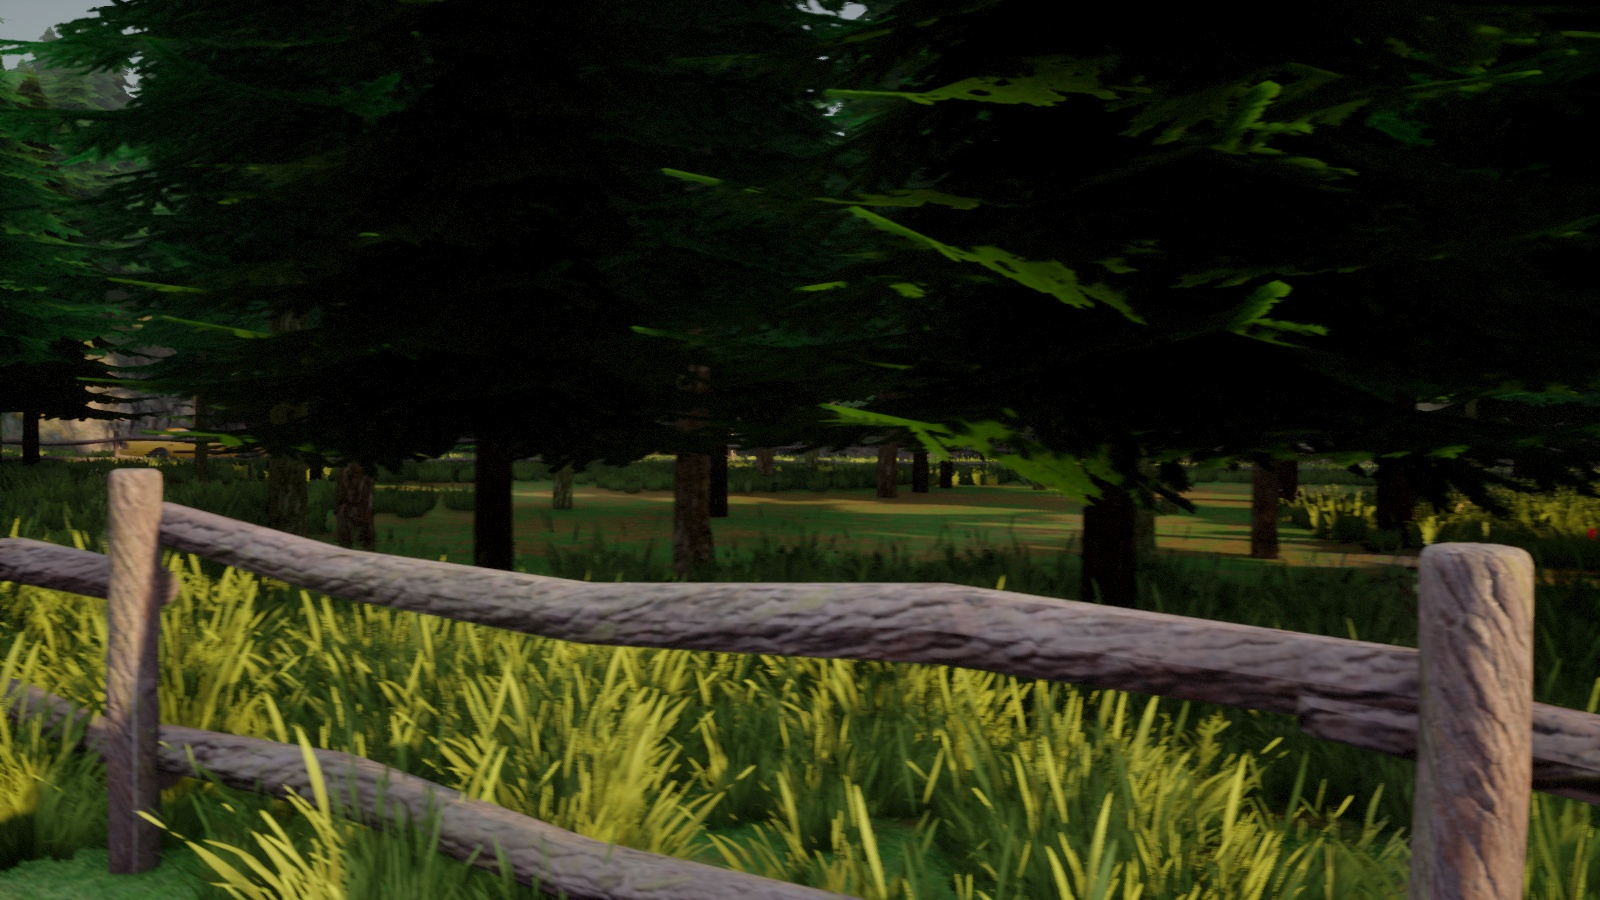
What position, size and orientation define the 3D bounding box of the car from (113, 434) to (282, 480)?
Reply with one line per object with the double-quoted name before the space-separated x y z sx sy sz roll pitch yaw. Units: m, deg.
"car" -21.877 0.237 45.858 5.366 1.575 1.801 -1 1 -18
